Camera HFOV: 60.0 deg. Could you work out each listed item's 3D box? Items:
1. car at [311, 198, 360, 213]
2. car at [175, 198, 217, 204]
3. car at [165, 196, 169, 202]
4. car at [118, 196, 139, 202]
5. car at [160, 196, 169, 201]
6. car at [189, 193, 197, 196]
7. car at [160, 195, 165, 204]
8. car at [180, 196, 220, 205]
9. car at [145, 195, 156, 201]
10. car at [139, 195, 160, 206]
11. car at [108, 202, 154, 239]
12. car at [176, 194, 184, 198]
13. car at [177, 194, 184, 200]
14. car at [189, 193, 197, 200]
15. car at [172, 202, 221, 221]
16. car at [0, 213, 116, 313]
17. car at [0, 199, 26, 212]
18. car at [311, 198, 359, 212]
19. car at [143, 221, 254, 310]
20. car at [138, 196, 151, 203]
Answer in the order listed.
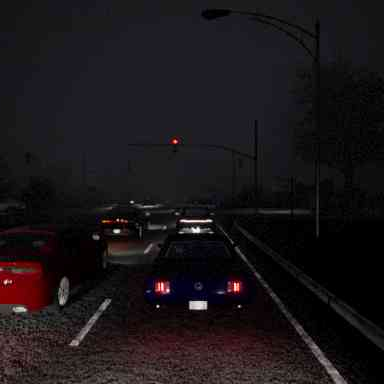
[{"bbox_3d":[15.427,1.609,36.047,4.718,1.301,1.895,0,0,3],"label":"car"},{"bbox_3d":[0.177,1.610,36.943,4.718,1.301,1.895,0,0,3],"label":"car"},{"bbox_3d":[-6.815,1.496,73.221,1.882,1.535,5.008,0,0,0],"label":"car"},{"bbox_3d":[-10.480,1.505,53.181,2.128,1.511,4.902,0,0,1],"label":"car"},{"bbox_3d":[-6.788,1.616,83.204,1.895,1.301,4.718,0,0,0],"label":"car"},{"bbox_3d":[0.249,1.521,63.951,1.837,1.490,4.892,0,0,0],"label":"car"},{"bbox_3d":[-6.885,1.617,63.459,1.895,1.301,4.718,0,0,1],"label":"car"},{"bbox_3d":[1.135,1.536,40.394,4.674,1.442,1.812,0,0,3],"label":"car"},{"bbox_3d":[-10.289,1.560,82.836,2.033,1.411,5.357,0,0,0],"label":"car"},{"bbox_3d":[-6.952,1.578,54.699,1.994,1.385,4.181,0,0,-1],"label":"car"},{"bbox_3d":[-3.357,1.509,17.298,1.837,1.490,4.892,0,0,0],"label":"car"},{"bbox_3d":[-3.282,1.553,84.658,2.033,1.411,5.357,0,0,0],"label":"car"},{"bbox_3d":[-3.215,1.352,95.066,1.882,1.535,5.008,0,0,1],"label":"car"},{"bbox_3d":[0.282,1.249,94.679,2.150,2.045,5.566,0,0,1],"label":"car"},{"bbox_3d":[0.153,1.496,17.035,2.128,1.511,4.902,0,0,-1],"label":"car"},{"bbox_3d":[-3.382,1.480,7.800,1.882,1.535,5.008,0,0,0],"label":"car"},{"bbox_3d":[-21.576,1.535,38.217,4.674,1.442,1.812,0,0,3],"label":"car"},{"bbox_3d":[16.888,1.501,39.471,4.902,1.511,2.128,0,0,3],"label":"car"},{"bbox_3d":[0.119,1.603,7.773,1.895,1.301,4.718,0,0,0],"label":"car"},{"bbox_3d":[-10.317,1.558,72.533,2.033,1.411,5.357,0,0,0],"label":"car"}]
